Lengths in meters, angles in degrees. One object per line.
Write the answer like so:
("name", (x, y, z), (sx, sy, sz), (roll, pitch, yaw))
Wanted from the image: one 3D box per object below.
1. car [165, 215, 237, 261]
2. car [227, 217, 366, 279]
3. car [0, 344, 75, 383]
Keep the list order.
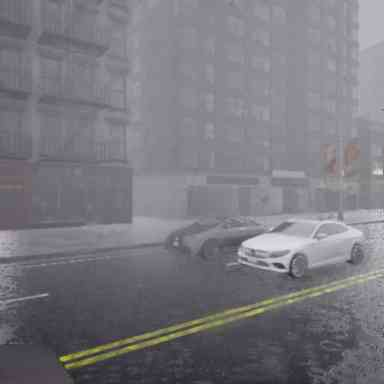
("car", (1.085, 1.578, 12.444), (4.181, 1.385, 1.994), (0, 0, -35))
("car", (3.510, 1.541, 10.197), (4.674, 1.442, 1.812), (0, 0, -35))
("car", (-3.090, 1.545, 1.234), (5.357, 1.411, 2.033), (0, 0, -35))
